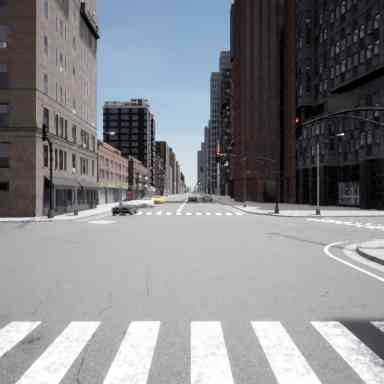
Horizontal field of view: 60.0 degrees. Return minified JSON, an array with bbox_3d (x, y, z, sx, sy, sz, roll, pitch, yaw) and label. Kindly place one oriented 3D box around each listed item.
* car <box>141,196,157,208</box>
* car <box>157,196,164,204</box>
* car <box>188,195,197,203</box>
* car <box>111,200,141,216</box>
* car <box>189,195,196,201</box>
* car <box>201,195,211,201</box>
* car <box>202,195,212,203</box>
[{"bbox_3d":[-6.518,1.534,48.108,1.812,1.442,4.674,0,0,0],"label":"car"},{"bbox_3d":[-6.456,1.487,63.078,1.882,1.535,5.008,0,0,0],"label":"car"},{"bbox_3d":[0.107,1.484,70.989,1.882,1.535,5.008,0,0,0],"label":"car"},{"bbox_3d":[-6.549,1.606,32.756,1.895,1.301,4.718,0,0,0],"label":"car"},{"bbox_3d":[0.122,1.451,81.408,1.882,1.535,5.008,0,0,0],"label":"car"},{"bbox_3d":[3.372,1.498,81.404,2.128,1.511,4.902,0,0,0],"label":"car"},{"bbox_3d":[3.357,1.531,70.984,2.128,1.511,4.902,0,0,0],"label":"car"}]
